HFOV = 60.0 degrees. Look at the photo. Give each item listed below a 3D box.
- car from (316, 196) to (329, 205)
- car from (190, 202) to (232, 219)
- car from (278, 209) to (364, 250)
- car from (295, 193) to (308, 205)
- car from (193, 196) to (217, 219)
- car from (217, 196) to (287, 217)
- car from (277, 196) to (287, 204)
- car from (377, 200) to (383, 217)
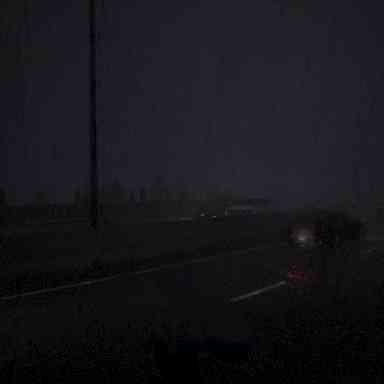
[{"bbox_3d":[23.124,1.524,58.861,2.128,1.511,4.902,-1,0,17],"label":"car"},{"bbox_3d":[1.869,1.712,31.574,1.994,1.385,4.181,-1,0,36],"label":"car"},{"bbox_3d":[5.896,1.513,14.435,1.837,1.490,4.892,-1,0,44],"label":"car"},{"bbox_3d":[20.568,1.303,62.643,2.150,2.045,5.566,-1,0,15],"label":"car"},{"bbox_3d":[2.499,1.336,26.650,2.150,2.045,5.566,-1,0,39],"label":"car"},{"bbox_3d":[4.445,1.296,23.516,2.150,2.045,5.566,-1,0,40],"label":"car"},{"bbox_3d":[18.620,1.612,69.016,1.882,1.535,5.008,-1,0,14],"label":"car"},{"bbox_3d":[17.691,1.448,29.542,1.837,1.490,4.892,-1,0,33],"label":"car"}]
